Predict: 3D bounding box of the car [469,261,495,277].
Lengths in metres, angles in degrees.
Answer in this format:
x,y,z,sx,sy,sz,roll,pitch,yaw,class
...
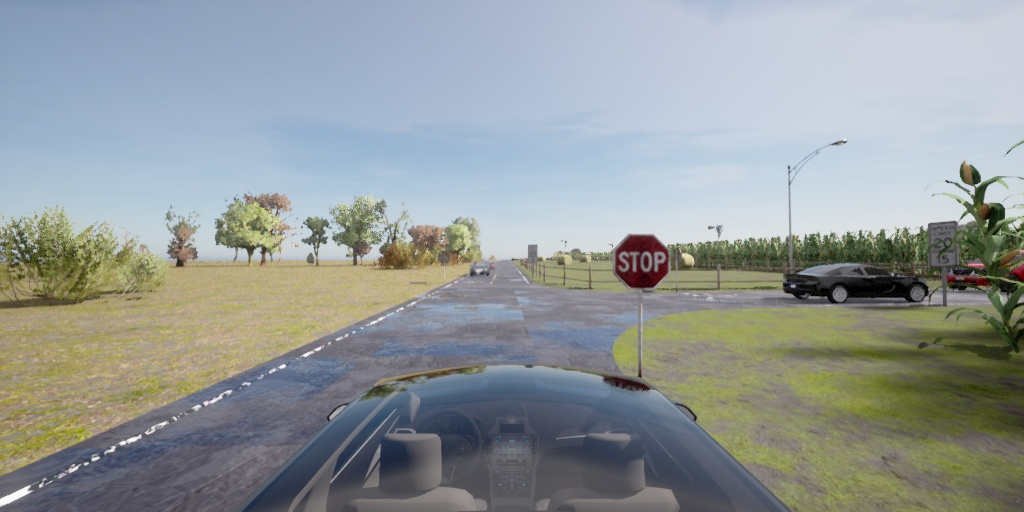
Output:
x,y,z,sx,sy,sz,roll,pitch,yaw,class
-3.135,1.255,35.759,2.128,1.511,4.902,0,0,-1,car

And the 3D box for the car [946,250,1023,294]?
x,y,z,sx,sy,sz,roll,pitch,yaw,class
24.809,0.741,17.701,5.566,2.045,2.150,-1,-1,-1,car

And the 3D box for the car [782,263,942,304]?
x,y,z,sx,sy,sz,roll,pitch,yaw,class
13.923,1.059,14.649,5.008,1.535,1.882,-1,-1,-1,car
